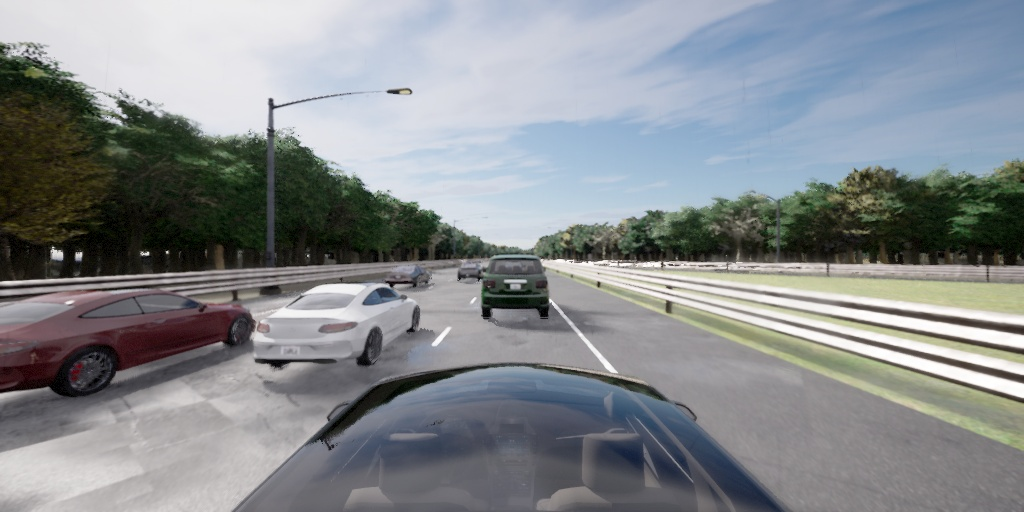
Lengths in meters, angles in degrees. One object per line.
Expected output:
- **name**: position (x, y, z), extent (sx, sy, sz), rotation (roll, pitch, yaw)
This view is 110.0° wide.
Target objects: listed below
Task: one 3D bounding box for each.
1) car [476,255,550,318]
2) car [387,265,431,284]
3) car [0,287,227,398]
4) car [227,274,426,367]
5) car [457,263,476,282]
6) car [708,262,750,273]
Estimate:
- **car**: position (0.103, 0.990, 13.130), extent (2.150, 2.045, 5.566), rotation (0, 0, 0)
- **car**: position (-6.900, 1.339, 24.240), extent (2.033, 1.411, 5.357), rotation (0, 0, 0)
- **car**: position (-6.899, 1.283, 6.408), extent (1.812, 1.442, 4.674), rotation (0, 0, 0)
- **car**: position (-3.398, 1.285, 7.805), extent (1.812, 1.442, 4.674), rotation (0, 0, 0)
- **car**: position (-3.395, 1.297, 30.060), extent (2.128, 1.511, 4.902), rotation (0, 0, 0)
- **car**: position (30.823, 1.617, 50.802), extent (2.033, 1.411, 5.357), rotation (0, 0, -28)
